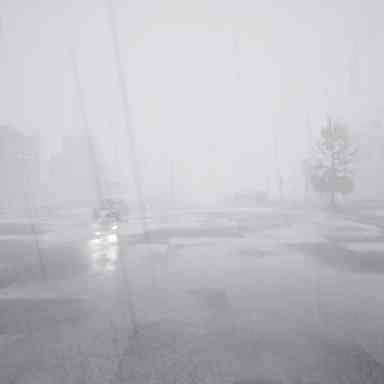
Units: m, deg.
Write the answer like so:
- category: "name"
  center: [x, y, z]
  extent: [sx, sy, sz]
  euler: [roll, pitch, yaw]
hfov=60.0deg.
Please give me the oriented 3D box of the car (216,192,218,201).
- category: "car"
  center: [8.349, 1.239, 69.504]
  extent: [5.366, 1.575, 1.946]
  euler: [1, -1, -20]

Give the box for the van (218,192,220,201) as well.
- category: "van"
  center: [8.067, 0.973, 66.417]
  extent: [4.442, 1.987, 1.878]
  euler: [1, -1, -20]

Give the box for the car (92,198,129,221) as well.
- category: "car"
  center: [-5.832, 1.191, 24.238]
  extent: [2.128, 1.511, 4.902]
  euler: [-1, 2, 0]

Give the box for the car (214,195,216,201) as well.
- category: "car"
  center: [8.190, 1.318, 75.391]
  extent: [5.008, 1.535, 2.097]
  euler: [1, -1, -20]

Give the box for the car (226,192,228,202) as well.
- category: "car"
  center: [8.152, 1.051, 51.565]
  extent: [4.674, 1.452, 2.002]
  euler: [1, -1, -20]

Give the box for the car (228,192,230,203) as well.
- category: "car"
  center: [8.140, 1.013, 48.592]
  extent: [4.674, 1.452, 2.002]
  euler: [1, -1, -20]

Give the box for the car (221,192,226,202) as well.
- category: "car"
  center: [7.980, 1.043, 54.480]
  extent: [5.366, 1.575, 1.946]
  euler: [1, 0, -20]

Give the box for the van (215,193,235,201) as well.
- category: "van"
  center: [8.089, 1.187, 81.307]
  extent: [4.442, 1.987, 1.878]
  euler: [1, -1, -20]

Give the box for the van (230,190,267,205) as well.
- category: "van"
  center: [8.034, 0.707, 45.571]
  extent: [4.442, 1.987, 1.878]
  euler: [1, -1, -20]

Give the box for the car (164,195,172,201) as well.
- category: "car"
  center: [-5.769, 1.339, 77.108]
  extent: [1.882, 1.535, 5.008]
  euler: [0, -1, 0]

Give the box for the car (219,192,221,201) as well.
- category: "car"
  center: [8.199, 1.037, 63.490]
  extent: [4.553, 1.767, 2.185]
  euler: [1, -1, -20]

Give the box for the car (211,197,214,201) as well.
- category: "car"
  center: [8.218, 1.111, 78.386]
  extent: [5.566, 2.045, 2.435]
  euler: [1, -1, -20]

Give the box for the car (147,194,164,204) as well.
- category: "car"
  center: [-5.790, 1.090, 50.880]
  extent: [1.812, 1.442, 4.674]
  euler: [0, 1, 0]
